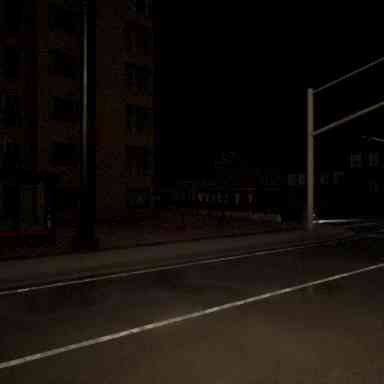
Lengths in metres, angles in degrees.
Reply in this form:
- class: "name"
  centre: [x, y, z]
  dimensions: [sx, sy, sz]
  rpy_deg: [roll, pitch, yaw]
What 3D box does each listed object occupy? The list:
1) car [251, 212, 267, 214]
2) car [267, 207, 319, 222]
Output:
- class: "car"
  centre: [7.159, 3.297, 40.527]
  dimensions: [2.128, 1.511, 4.902]
  rpy_deg: [0, -11, -36]
- class: "car"
  centre: [9.599, 2.045, 30.972]
  dimensions: [1.994, 1.385, 4.181]
  rpy_deg: [0, -4, -36]
